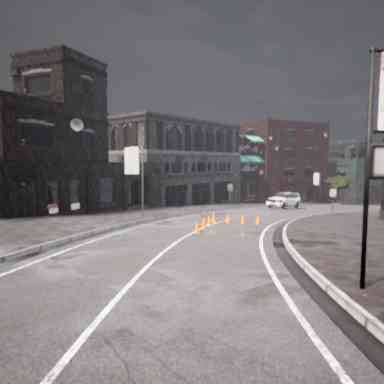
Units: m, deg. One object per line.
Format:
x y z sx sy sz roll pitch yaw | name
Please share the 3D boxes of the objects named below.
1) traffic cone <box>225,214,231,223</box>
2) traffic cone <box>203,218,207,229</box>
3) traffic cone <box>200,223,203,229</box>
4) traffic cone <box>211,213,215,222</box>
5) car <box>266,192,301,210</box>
2.471 1.802 22.757 0.340 0.580 0.340 2 1 12 | traffic cone
0.669 1.804 19.056 0.340 0.580 0.340 1 1 12 | traffic cone
0.253 1.817 17.100 0.340 0.580 0.340 1 1 12 | traffic cone
1.084 1.789 21.012 0.340 0.580 0.340 2 1 11 | traffic cone
11.335 1.049 40.898 2.150 2.045 5.566 4 2 44 | car
